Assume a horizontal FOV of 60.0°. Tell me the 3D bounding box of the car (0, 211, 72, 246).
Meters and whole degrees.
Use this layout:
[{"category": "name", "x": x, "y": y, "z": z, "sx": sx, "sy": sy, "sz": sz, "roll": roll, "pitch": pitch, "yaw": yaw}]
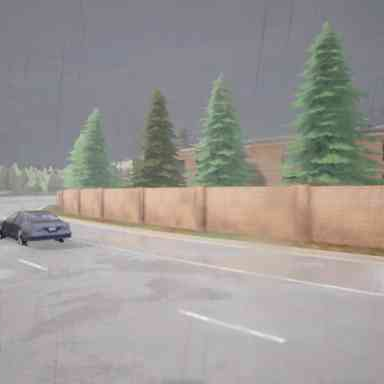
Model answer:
[{"category": "car", "x": -7.483, "y": 1.573, "z": 15.513, "sx": 2.033, "sy": 1.411, "sz": 5.357, "roll": 0, "pitch": 0, "yaw": -44}]
